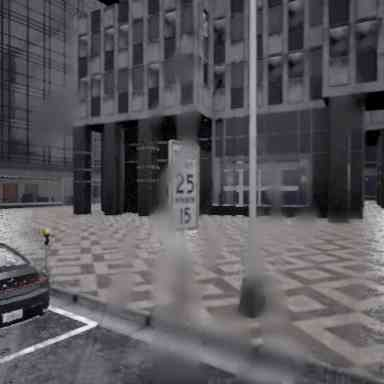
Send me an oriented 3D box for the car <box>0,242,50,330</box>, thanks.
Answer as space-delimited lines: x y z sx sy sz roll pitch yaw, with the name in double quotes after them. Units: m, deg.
-4.348 1.548 6.061 4.403 1.369 2.008 0 0 35 "car"
